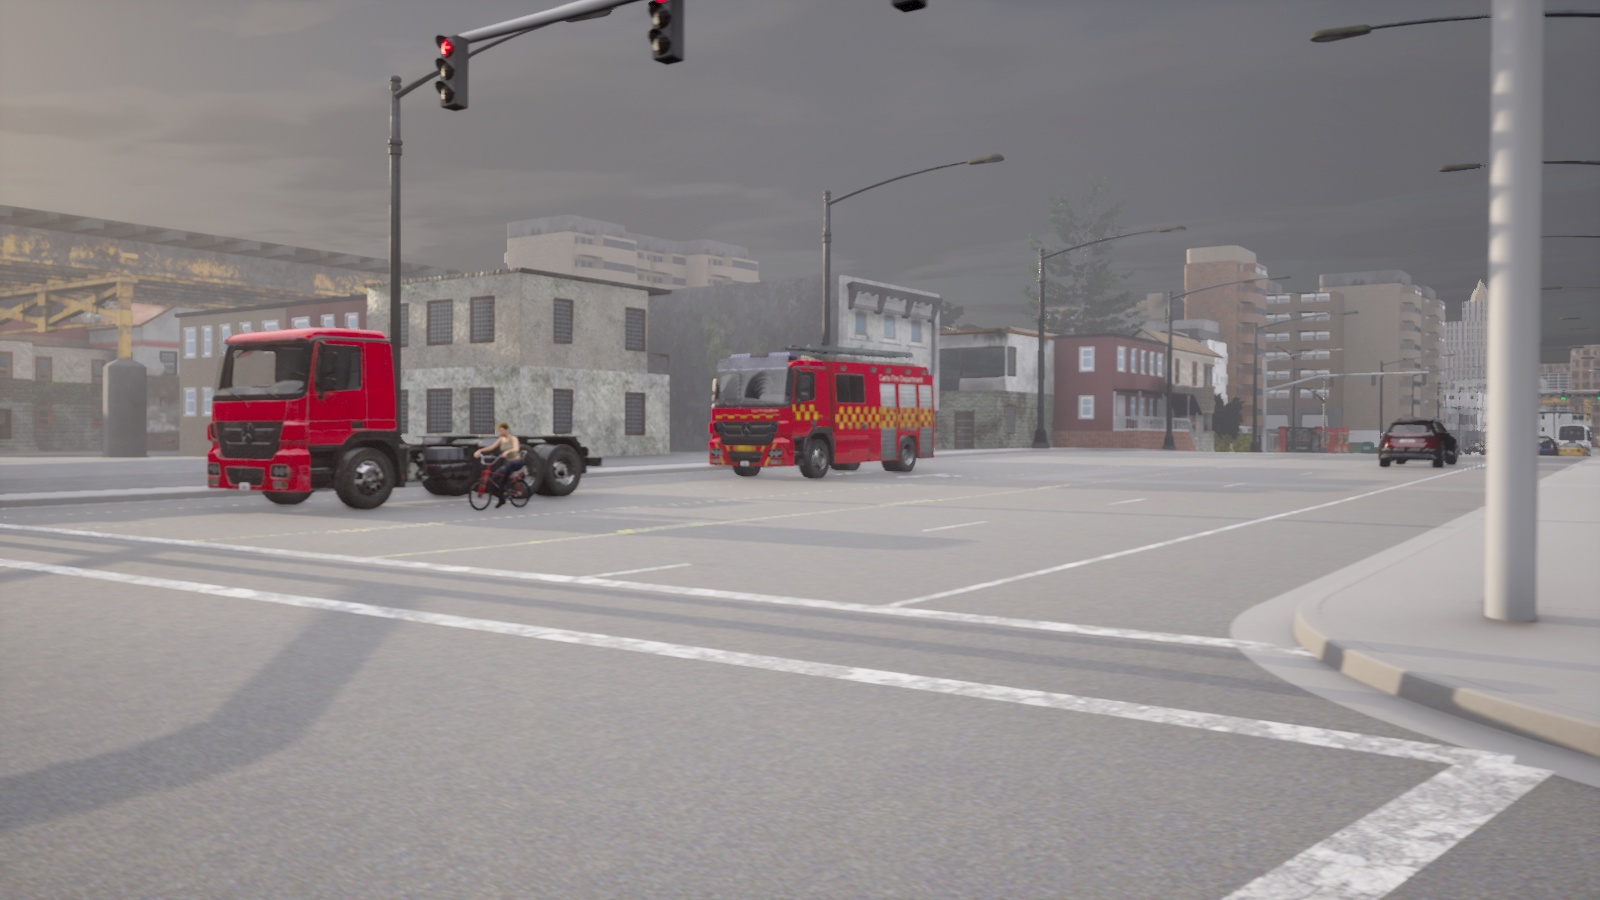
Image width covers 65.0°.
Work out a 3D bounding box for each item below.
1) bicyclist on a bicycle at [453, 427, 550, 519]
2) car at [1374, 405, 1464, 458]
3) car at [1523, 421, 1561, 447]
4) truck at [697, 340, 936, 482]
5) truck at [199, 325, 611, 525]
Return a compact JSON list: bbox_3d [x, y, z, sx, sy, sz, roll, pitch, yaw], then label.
[{"bbox_3d":[-5.477,0.392,23.108,0.866,1.612,1.509,0,1,34],"label":"bicyclist on a bicycle"},{"bbox_3d":[21.123,-0.658,42.764,2.033,1.649,4.856,0,2,35],"label":"car"},{"bbox_3d":[48.194,-1.010,81.552,1.851,1.617,3.988,0,-1,35],"label":"car"},{"bbox_3d":[0.751,-1.177,38.040,2.891,3.827,8.468,0,2,35],"label":"truck"},{"bbox_3d":[-7.734,-0.535,25.890,2.891,3.462,7.936,0,1,34],"label":"truck"}]
